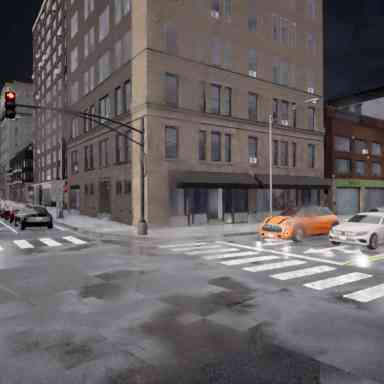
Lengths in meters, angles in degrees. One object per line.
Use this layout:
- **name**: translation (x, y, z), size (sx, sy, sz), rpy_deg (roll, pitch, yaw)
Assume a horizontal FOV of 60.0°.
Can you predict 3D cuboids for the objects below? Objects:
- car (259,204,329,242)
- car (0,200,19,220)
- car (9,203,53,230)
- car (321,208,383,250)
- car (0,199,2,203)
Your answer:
- **car**: translation (5.607, 1.503, 17.260), size (4.553, 1.767, 2.097), rpy_deg (0, -1, -35)
- **car**: translation (-13.123, 1.546, 25.401), size (1.887, 1.381, 4.507), rpy_deg (1, 0, -35)
- **car**: translation (-9.973, 1.568, 20.855), size (1.947, 1.339, 4.313), rpy_deg (1, 0, -35)
- **car**: translation (8.179, 1.650, 15.077), size (4.674, 1.442, 1.812), rpy_deg (0, -1, -34)
- **car**: translation (-16.274, 1.552, 29.946), size (2.008, 1.369, 4.403), rpy_deg (1, 0, -35)
